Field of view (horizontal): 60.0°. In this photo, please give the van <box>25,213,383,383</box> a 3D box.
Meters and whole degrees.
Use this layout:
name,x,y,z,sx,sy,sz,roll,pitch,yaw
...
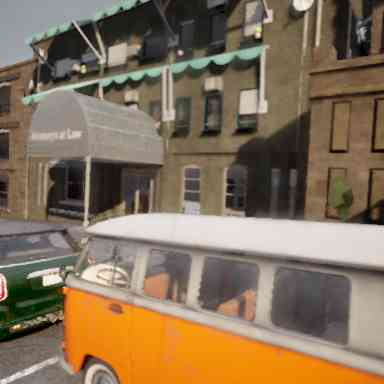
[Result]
name,x,y,z,sx,sy,sz,roll,pitch,yaw
van,0.533,1.249,3.152,4.442,1.987,1.878,0,0,36

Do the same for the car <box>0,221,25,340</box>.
name,x,y,z,sx,sy,sz,roll,pitch,yaw
car,-3.844,1.331,6.278,4.553,1.767,2.185,0,0,36
